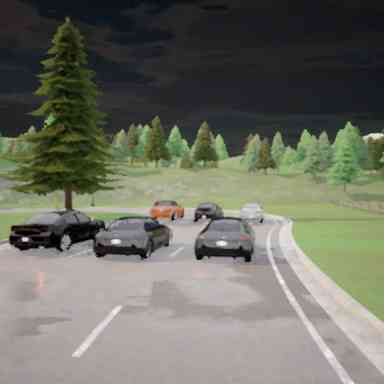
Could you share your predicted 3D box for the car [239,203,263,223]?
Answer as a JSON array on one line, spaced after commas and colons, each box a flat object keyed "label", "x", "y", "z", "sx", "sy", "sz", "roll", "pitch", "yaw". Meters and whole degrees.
[{"label": "car", "x": 4.821, "y": 1.660, "z": 27.184, "sx": 1.812, "sy": 1.442, "sz": 4.674, "roll": 0, "pitch": 0, "yaw": 11}]

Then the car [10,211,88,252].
[{"label": "car", "x": -5.447, "y": 1.537, "z": 14.283, "sx": 1.882, "sy": 1.535, "sz": 5.008, "roll": 0, "pitch": 0, "yaw": 12}]

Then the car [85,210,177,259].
[{"label": "car", "x": -2.144, "y": 1.624, "z": 13.021, "sx": 1.994, "sy": 1.385, "sz": 4.181, "roll": 0, "pitch": 0, "yaw": 11}]

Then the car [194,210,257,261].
[{"label": "car", "x": 1.352, "y": 1.627, "z": 12.646, "sx": 1.994, "sy": 1.385, "sz": 4.181, "roll": 0, "pitch": 0, "yaw": 11}]

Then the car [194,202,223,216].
[{"label": "car", "x": 1.405, "y": 1.638, "z": 27.625, "sx": 1.837, "sy": 1.490, "sz": 4.892, "roll": 0, "pitch": 0, "yaw": 12}]

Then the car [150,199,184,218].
[{"label": "car", "x": -2.062, "y": 1.484, "z": 28.662, "sx": 2.097, "sy": 1.767, "sz": 4.553, "roll": 0, "pitch": 0, "yaw": 11}]
